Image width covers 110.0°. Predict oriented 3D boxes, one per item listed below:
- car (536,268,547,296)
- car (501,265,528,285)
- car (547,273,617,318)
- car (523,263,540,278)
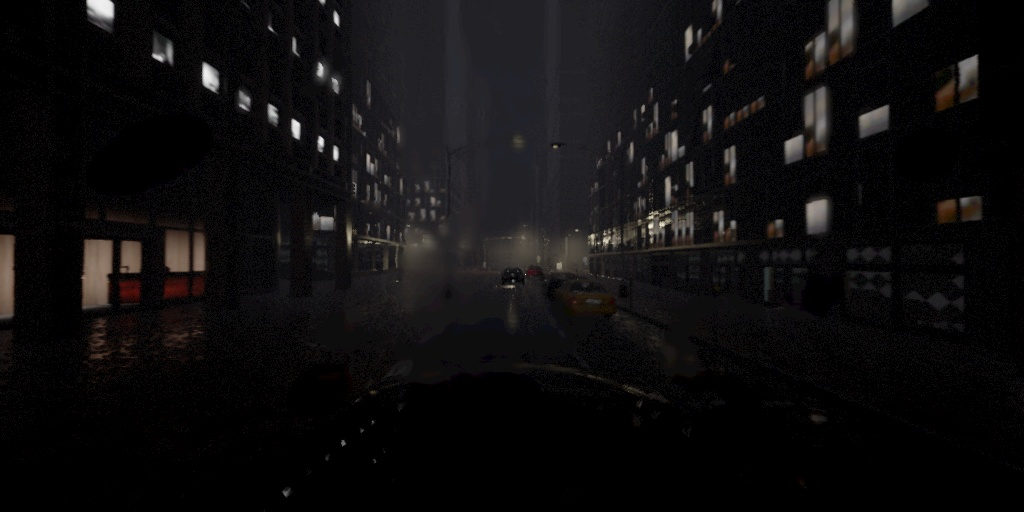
[{"bbox_3d":[2.560,1.519,18.897,2.007,1.370,4.403,0,0,0],"label":"car"},{"bbox_3d":[0.100,1.715,30.530,1.895,1.301,4.718,0,-1,0],"label":"car"},{"bbox_3d":[2.562,1.424,13.516,1.751,1.417,4.829,0,0,0],"label":"car"},{"bbox_3d":[2.554,1.790,41.100,1.888,1.381,4.507,0,0,0],"label":"car"}]
